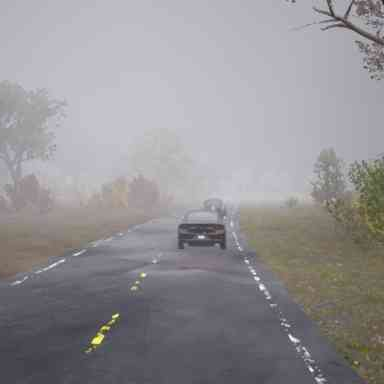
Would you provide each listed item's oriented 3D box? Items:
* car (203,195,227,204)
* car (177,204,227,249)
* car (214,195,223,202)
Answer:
[{"bbox_3d":[2.010,1.369,29.299,2.097,1.767,4.553,0,0,8],"label":"car"},{"bbox_3d":[0.503,1.486,14.510,1.882,1.535,5.008,0,0,4],"label":"car"},{"bbox_3d":[6.266,1.478,77.283,1.812,1.442,4.674,0,0,9],"label":"car"}]
